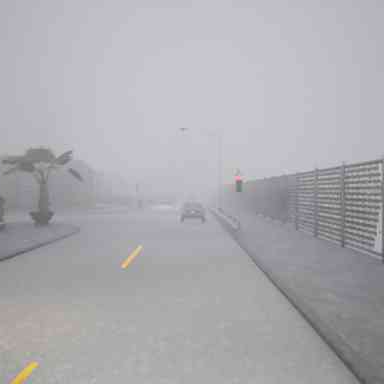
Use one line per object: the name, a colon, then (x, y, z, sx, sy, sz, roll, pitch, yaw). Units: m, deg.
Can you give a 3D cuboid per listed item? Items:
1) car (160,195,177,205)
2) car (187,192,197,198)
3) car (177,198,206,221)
car: (-4.074, 1.352, 53.956, 2.128, 1.511, 4.902, 0, 0, 0)
car: (-0.016, 1.341, 74.026, 2.033, 1.411, 5.357, 0, 0, 0)
car: (0.082, 1.480, 26.127, 2.033, 1.411, 5.357, 0, 0, 0)
